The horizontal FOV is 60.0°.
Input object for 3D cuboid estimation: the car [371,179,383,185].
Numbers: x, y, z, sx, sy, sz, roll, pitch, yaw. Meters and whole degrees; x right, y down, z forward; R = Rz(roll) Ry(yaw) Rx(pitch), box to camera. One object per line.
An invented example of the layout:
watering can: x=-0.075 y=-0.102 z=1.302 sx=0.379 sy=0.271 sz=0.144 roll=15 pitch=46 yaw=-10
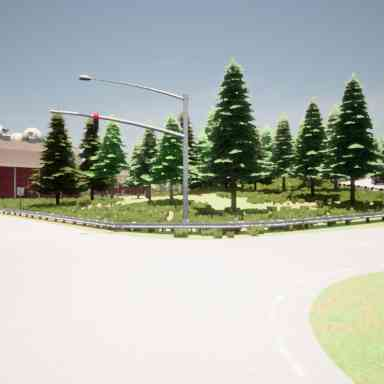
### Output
car: x=29.049 y=-1.912 z=51.483 sx=1.837 sy=1.490 sz=4.892 roll=0 pitch=5 yaw=21
